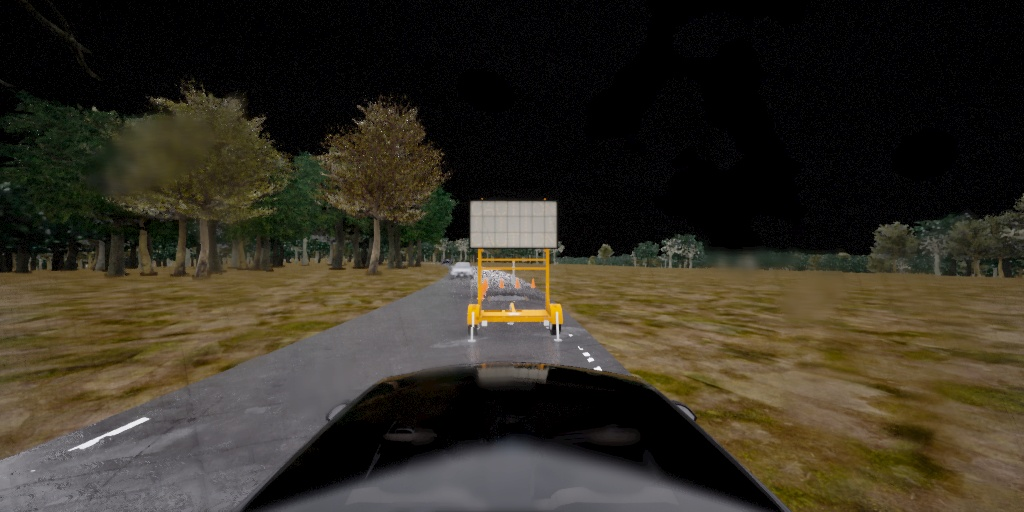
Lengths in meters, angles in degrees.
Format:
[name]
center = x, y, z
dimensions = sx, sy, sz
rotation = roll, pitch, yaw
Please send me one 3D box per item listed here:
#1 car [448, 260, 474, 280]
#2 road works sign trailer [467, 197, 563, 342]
[car]
center = -4.261, 1.275, 31.061
dimensions = 1.812, 1.442, 4.674
rotation = 0, 0, -6
[road works sign trailer]
center = 0.041, 0.214, 9.789
dimensions = 2.380, 3.560, 2.880
rotation = 0, 0, -2
